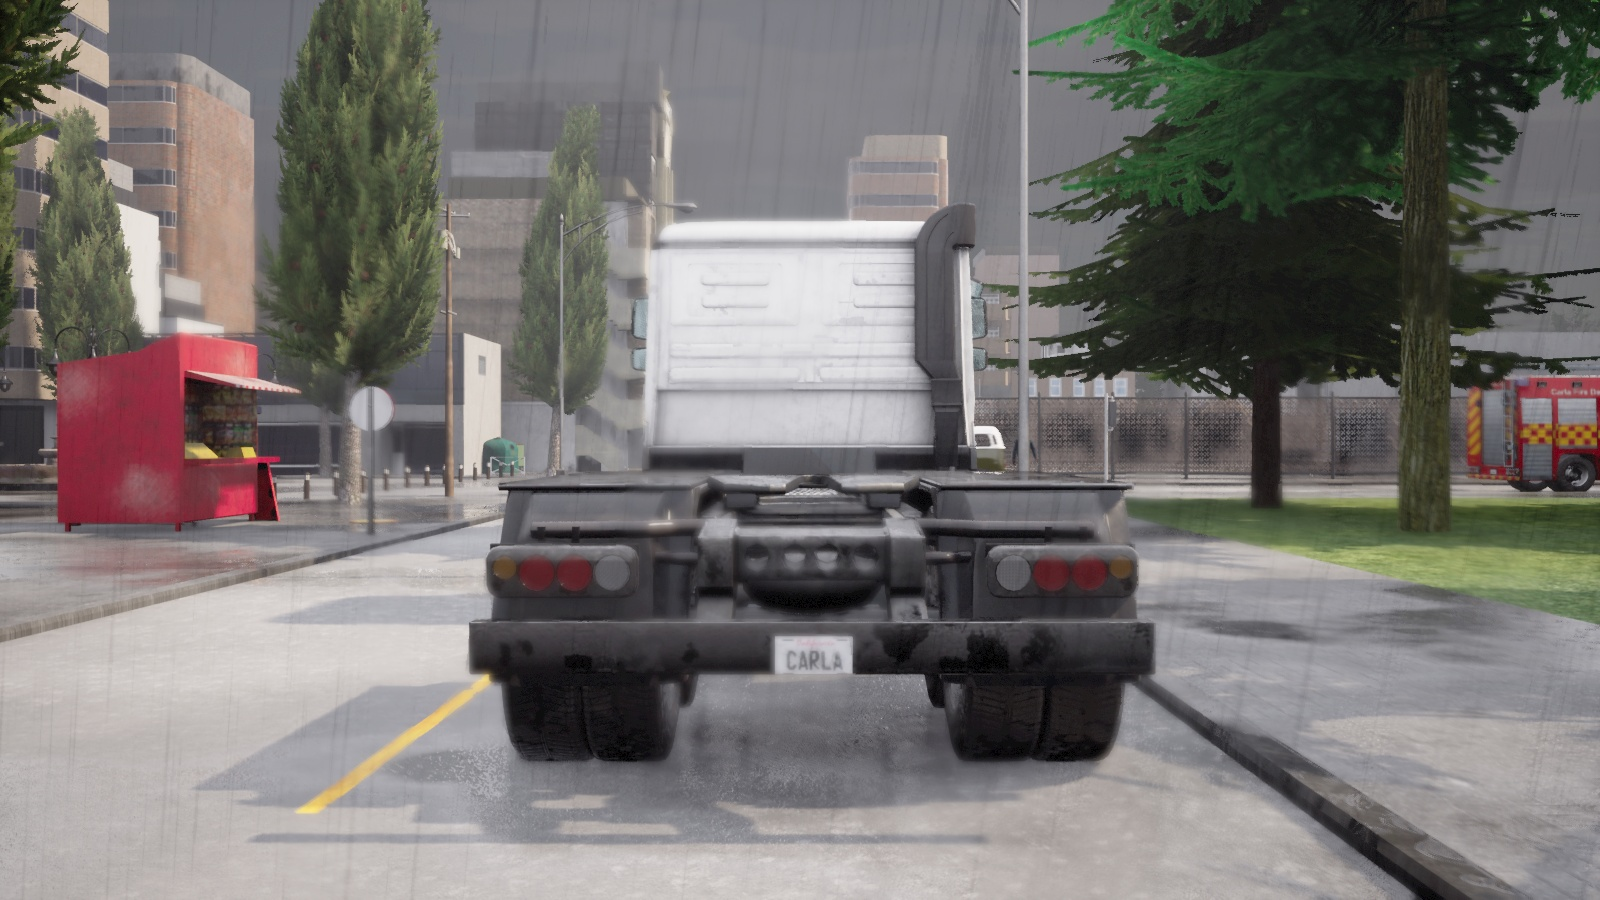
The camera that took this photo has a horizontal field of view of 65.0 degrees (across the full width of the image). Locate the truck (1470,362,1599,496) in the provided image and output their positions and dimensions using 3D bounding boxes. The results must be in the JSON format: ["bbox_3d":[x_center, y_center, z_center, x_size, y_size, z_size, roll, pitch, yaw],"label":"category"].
[{"bbox_3d":[24.945,-0.609,37.322,8.468,3.827,2.891,0,0,0],"label":"truck"}]

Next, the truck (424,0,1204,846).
[{"bbox_3d":[0.072,-0.284,8.629,2.891,3.462,7.936,0,0,0],"label":"truck"}]

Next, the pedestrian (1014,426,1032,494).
[{"bbox_3d":[6.121,0.267,34.434,0.370,1.835,0.726,0,0,1],"label":"pedestrian"}]

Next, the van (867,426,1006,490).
[{"bbox_3d":[4.583,0.237,41.822,4.480,2.038,2.069,0,1,10],"label":"van"}]
